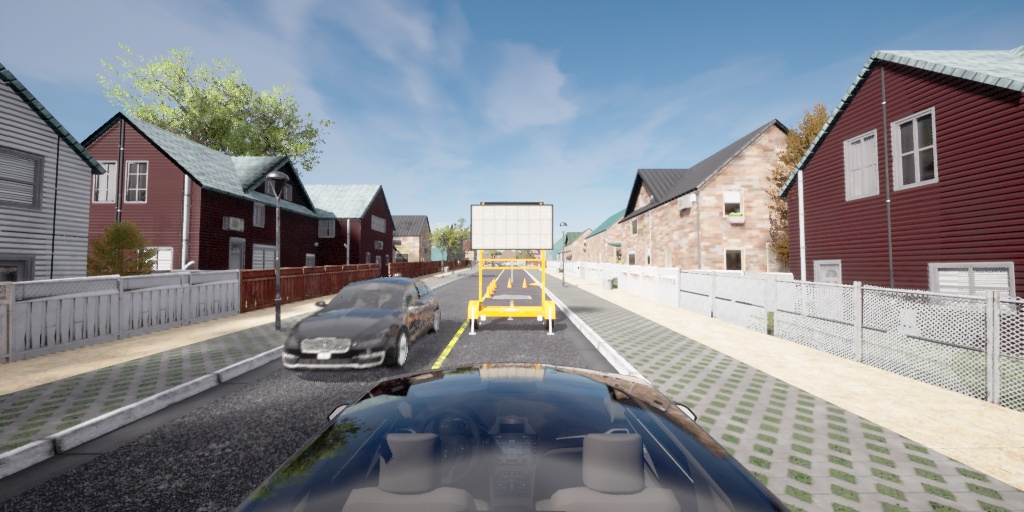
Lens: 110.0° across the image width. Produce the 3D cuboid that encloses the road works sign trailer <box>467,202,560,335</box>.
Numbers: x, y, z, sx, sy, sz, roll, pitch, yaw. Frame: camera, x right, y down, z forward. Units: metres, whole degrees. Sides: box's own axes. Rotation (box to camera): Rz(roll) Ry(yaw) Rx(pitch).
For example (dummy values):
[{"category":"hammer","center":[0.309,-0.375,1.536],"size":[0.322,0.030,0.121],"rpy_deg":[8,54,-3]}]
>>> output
[{"category":"road works sign trailer","center":[0.001,0.227,10.564],"size":[2.380,3.560,2.880],"rpy_deg":[0,0,1]}]

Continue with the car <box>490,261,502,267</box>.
[{"category":"car","center":[-2.718,1.569,62.878],"size":[2.128,1.511,4.902],"rpy_deg":[0,-1,0]}]

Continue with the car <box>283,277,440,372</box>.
[{"category":"car","center":[-2.847,1.262,7.866],"size":[1.837,1.490,4.892],"rpy_deg":[0,0,0]}]
